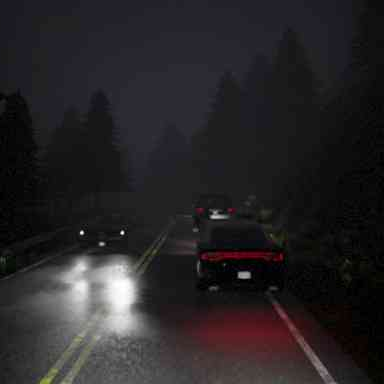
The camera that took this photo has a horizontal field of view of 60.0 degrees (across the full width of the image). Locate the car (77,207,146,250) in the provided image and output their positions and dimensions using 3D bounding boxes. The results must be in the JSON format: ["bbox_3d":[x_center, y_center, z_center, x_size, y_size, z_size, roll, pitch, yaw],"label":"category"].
[{"bbox_3d":[-3.165,1.512,13.929,1.895,1.301,4.718,0,0,1],"label":"car"}]

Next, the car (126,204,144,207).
[{"bbox_3d":[-8.063,2.323,45.558,1.994,1.385,4.181,4,-7,-40],"label":"car"}]

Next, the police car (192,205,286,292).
[{"bbox_3d":[1.037,1.364,8.921,1.930,1.638,5.238,0,0,1],"label":"police car"}]

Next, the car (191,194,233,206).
[{"bbox_3d":[1.192,1.099,18.881,2.150,2.045,5.566,0,0,1],"label":"car"}]

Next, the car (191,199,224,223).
[{"bbox_3d":[1.067,1.361,25.138,1.837,1.490,4.892,0,0,-5],"label":"car"}]
